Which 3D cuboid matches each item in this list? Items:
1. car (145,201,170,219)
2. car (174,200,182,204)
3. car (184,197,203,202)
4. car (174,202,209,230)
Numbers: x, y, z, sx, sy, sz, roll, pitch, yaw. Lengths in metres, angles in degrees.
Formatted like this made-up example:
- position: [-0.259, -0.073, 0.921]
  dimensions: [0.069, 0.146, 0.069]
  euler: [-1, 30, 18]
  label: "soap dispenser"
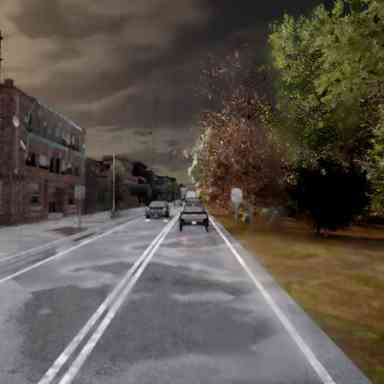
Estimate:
- position: [-3.293, 1.631, 32.642]
  dimensions: [2.097, 1.767, 4.553]
  euler: [0, -1, 0]
  label: "car"
- position: [-3.030, 2.452, 73.219]
  dimensions: [1.837, 1.490, 4.892]
  euler: [0, -1, 0]
  label: "car"
- position: [0.181, 1.657, 41.891]
  dimensions: [2.150, 2.045, 5.566]
  euler: [0, -1, 0]
  label: "car"
- position: [0.121, 1.629, 22.151]
  dimensions: [2.128, 1.511, 4.902]
  euler: [0, -1, 0]
  label: "car"
